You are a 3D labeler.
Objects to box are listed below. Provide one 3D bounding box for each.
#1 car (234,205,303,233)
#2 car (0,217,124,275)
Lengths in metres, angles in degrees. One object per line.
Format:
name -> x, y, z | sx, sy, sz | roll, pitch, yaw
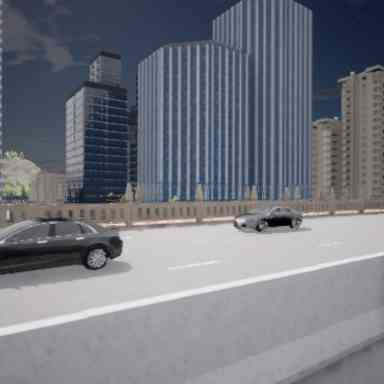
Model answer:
car -> 4.695, 1.561, 20.213 | 4.902, 1.511, 2.128 | 0, 0, -35
car -> -4.380, 1.513, 9.464 | 4.892, 1.490, 1.837 | 0, 0, -35
